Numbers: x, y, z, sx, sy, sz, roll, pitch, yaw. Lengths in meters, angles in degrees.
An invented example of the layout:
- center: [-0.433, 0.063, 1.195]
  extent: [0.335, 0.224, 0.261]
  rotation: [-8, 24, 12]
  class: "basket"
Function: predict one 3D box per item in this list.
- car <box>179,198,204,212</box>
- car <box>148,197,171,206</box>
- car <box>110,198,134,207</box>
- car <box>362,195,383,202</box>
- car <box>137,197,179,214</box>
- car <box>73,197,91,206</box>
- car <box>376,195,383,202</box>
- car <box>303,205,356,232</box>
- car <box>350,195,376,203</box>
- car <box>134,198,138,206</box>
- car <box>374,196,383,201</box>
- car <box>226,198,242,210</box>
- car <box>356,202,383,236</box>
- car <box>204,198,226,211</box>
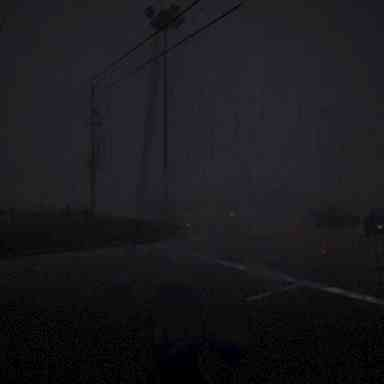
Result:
- center: [-1.368, 1.569, 38.986]
  extent: [2.033, 1.411, 5.357]
  rotation: [0, 0, -36]
  class: "car"
- center: [-5.568, 1.598, 56.830]
  extent: [1.994, 1.385, 4.181]
  rotation: [0, 0, -35]
  class: "car"
- center: [-11.379, 1.599, 52.901]
  extent: [1.994, 1.385, 4.181]
  rotation: [0, 0, -36]
  class: "car"
- center: [42.598, 1.476, 78.320]
  extent: [1.812, 1.442, 4.674]
  rotation: [0, 0, -14]
  class: "car"
- center: [-3.794, 1.526, 36.368]
  extent: [1.837, 1.490, 4.892]
  rotation: [0, 0, -36]
  class: "car"
- center: [-19.251, 1.590, 57.905]
  extent: [2.033, 1.411, 5.357]
  rotation: [0, 0, -35]
  class: "car"
- center: [40.350, 1.237, 67.438]
  extent: [2.150, 2.045, 5.566]
  rotation: [0, 0, 0]
  class: "car"
- center: [8.398, 1.531, 19.976]
  extent: [4.674, 1.442, 1.812]
  rotation: [0, 0, -43]
  class: "car"
- center: [36.695, 1.371, 70.988]
  extent: [2.097, 1.767, 4.553]
  rotation: [0, 0, -7]
  class: "car"
- center: [-8.304, 1.582, 54.619]
  extent: [2.033, 1.411, 5.357]
  rotation: [0, 0, -36]
  class: "car"
- center: [46.010, 1.537, 79.099]
  extent: [1.895, 1.301, 4.718]
  rotation: [0, 0, -14]
  class: "car"
- center: [4.429, 1.546, 42.921]
  extent: [1.812, 1.442, 4.674]
  rotation: [0, 0, -36]
  class: "car"
- center: [10.633, 1.481, 17.276]
  extent: [5.008, 1.535, 1.882]
  rotation: [0, 0, -43]
  class: "car"
- center: [1.508, 1.499, 40.985]
  extent: [1.882, 1.535, 5.008]
  rotation: [0, 0, -36]
  class: "car"
